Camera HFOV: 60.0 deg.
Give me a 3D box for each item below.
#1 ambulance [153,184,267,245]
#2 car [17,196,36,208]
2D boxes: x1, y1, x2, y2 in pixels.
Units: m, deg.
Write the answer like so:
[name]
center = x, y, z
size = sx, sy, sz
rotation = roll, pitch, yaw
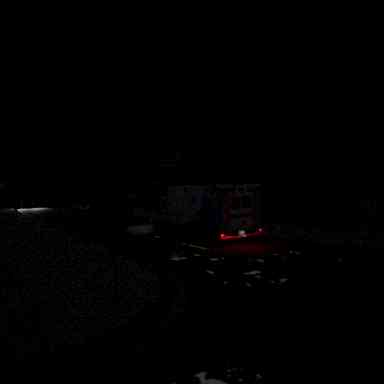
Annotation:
[ambulance]
center = 0.344, 0.919, 15.450
size = 2.351, 2.431, 6.366
rotation = -3, 1, -34
[car]
center = -22.033, 1.325, 44.166
size = 1.837, 1.490, 4.892
rotation = -2, 2, -34
